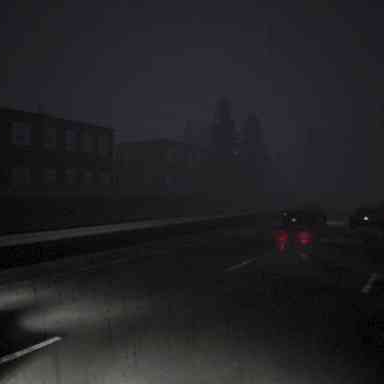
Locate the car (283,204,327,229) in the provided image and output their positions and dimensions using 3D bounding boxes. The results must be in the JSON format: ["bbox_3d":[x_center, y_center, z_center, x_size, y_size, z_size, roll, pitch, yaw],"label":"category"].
[{"bbox_3d":[7.311,1.485,21.430,1.812,1.442,4.674,0,-1,35],"label":"car"}]

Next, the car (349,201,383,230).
[{"bbox_3d":[11.306,1.523,21.037,1.994,1.385,4.181,0,0,35],"label":"car"}]

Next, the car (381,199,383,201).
[{"bbox_3d":[19.760,1.414,33.185,1.882,1.535,5.008,0,0,35],"label":"car"}]
